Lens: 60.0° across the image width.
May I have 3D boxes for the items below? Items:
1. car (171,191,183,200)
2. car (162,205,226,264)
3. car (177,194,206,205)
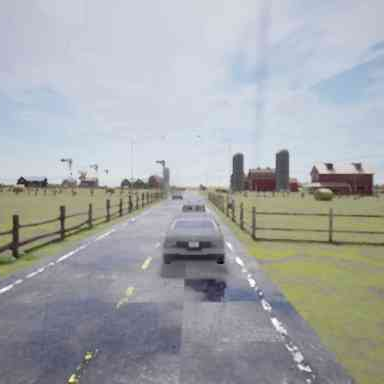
[{"bbox_3d":[-2.515,0.612,58.114,1.837,1.490,4.892,0,0,1],"label":"car"},{"bbox_3d":[0.077,1.374,11.125,2.033,1.411,5.357,0,1,1],"label":"car"},{"bbox_3d":[0.150,1.143,26.143,2.033,1.411,5.357,0,1,1],"label":"car"}]
